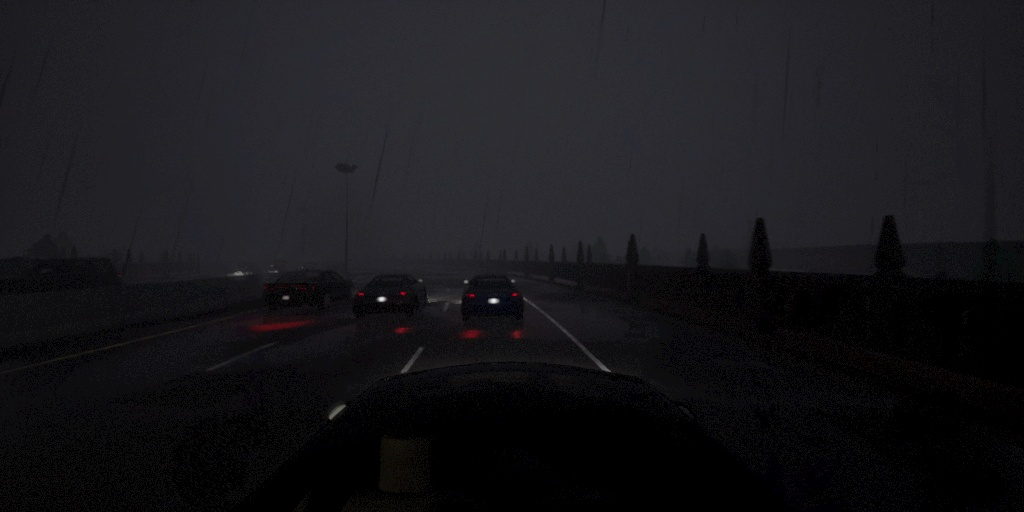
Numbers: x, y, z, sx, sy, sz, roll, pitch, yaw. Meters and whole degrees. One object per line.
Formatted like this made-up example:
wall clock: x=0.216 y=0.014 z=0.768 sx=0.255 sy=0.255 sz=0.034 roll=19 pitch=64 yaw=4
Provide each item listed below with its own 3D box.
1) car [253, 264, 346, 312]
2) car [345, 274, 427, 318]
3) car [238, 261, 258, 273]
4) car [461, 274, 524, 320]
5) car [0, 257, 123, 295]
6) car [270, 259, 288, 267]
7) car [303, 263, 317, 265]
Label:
car: x=-8.029 y=1.268 z=14.659 sx=1.882 sy=1.535 sz=5.008 roll=0 pitch=0 yaw=-8
car: x=-4.345 y=1.338 z=13.307 sx=1.994 sy=1.385 sz=4.181 roll=0 pitch=0 yaw=-7
car: x=-35.163 y=1.412 z=47.814 sx=2.128 sy=1.511 sz=4.902 roll=0 pitch=0 yaw=-33
car: x=-0.773 y=1.323 z=12.763 sx=1.994 sy=1.385 sz=4.181 roll=0 pitch=0 yaw=-6
car: x=-18.694 y=1.055 z=14.088 sx=2.150 sy=2.045 sz=5.566 roll=0 pitch=0 yaw=-9
car: x=-34.179 y=1.271 z=52.638 sx=2.097 sy=1.767 sz=4.553 roll=0 pitch=0 yaw=-34
car: x=-25.371 y=1.479 z=44.996 sx=1.895 sy=1.301 sz=4.718 roll=0 pitch=0 yaw=-28
